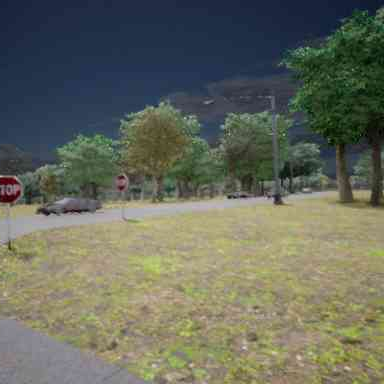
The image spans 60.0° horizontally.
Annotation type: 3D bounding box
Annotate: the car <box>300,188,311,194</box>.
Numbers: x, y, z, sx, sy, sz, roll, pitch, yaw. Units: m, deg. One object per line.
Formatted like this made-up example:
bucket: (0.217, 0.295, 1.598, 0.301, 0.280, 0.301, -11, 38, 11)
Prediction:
car: (28.218, -0.249, 82.556, 1.812, 1.442, 4.674, -3, -1, 34)

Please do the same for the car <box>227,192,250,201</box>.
car: (7.234, 0.601, 51.835, 1.895, 1.301, 4.718, -3, -1, 34)

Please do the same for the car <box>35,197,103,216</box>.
car: (-9.784, 1.156, 26.996, 2.033, 1.411, 5.357, -3, 0, 34)

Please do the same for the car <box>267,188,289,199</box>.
car: (12.089, 0.198, 46.562, 2.128, 1.511, 4.902, -3, -1, 34)
